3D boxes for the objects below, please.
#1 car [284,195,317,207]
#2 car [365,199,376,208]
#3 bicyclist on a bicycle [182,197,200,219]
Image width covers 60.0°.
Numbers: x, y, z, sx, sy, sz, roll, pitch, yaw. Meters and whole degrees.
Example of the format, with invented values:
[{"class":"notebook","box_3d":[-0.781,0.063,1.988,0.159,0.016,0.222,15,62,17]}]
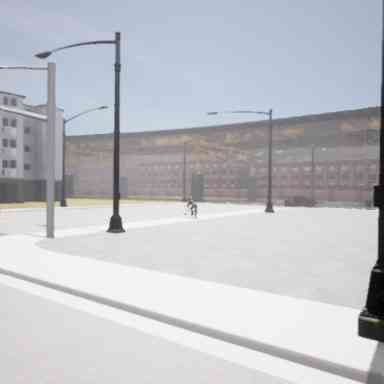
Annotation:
[{"class":"car","box_3d":[16.150,1.286,49.504,4.553,1.767,2.097,1,1,-10]},{"class":"car","box_3d":[27.742,1.618,48.304,4.674,1.442,1.812,1,1,18]},{"class":"bicyclist on a bicycle","box_3d":[-0.092,1.253,25.852,1.656,1.620,0.582,1,1,34]}]
